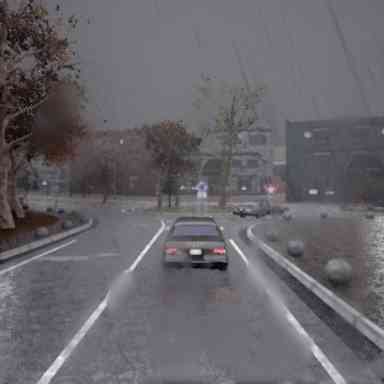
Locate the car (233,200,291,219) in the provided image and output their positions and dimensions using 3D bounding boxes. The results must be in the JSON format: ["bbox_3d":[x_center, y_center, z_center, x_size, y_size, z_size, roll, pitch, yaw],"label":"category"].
[{"bbox_3d":[5.639,1.351,26.589,5.357,1.411,2.033,-1,1,-40],"label":"car"}]

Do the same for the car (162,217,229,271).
[{"bbox_3d":[0.099,1.510,10.722,2.033,1.411,5.357,0,0,0],"label":"car"}]
